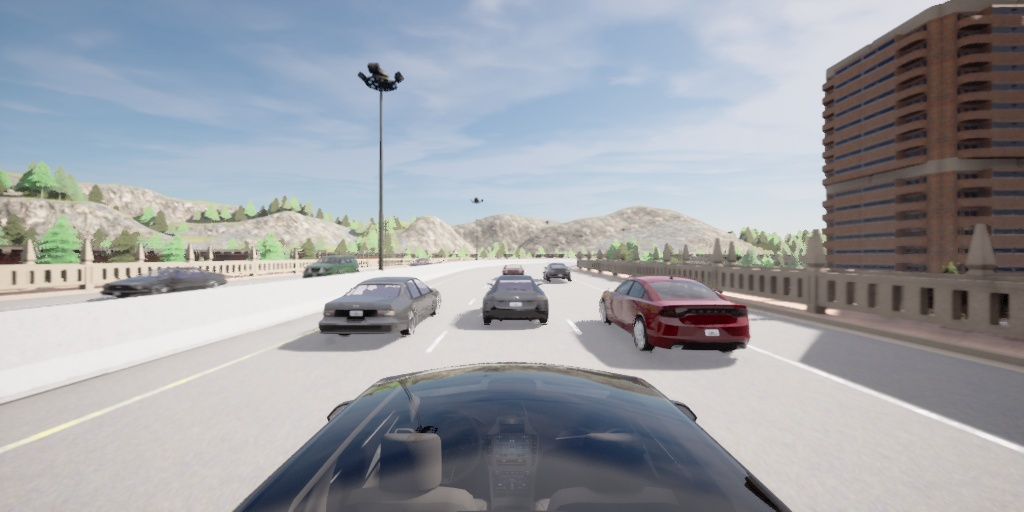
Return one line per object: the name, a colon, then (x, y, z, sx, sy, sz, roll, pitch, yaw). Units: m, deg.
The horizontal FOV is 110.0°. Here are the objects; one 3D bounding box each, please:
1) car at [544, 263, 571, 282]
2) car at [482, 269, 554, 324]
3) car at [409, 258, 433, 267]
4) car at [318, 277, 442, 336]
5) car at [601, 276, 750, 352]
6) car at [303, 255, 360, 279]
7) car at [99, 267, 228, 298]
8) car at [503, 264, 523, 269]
car: (3.608, 1.278, 29.054, 1.812, 1.442, 4.674, 0, 0, 0)
car: (0.104, 1.315, 11.979, 1.994, 1.385, 4.181, 0, 0, 0)
car: (-10.542, 1.246, 41.523, 2.128, 1.511, 4.902, 0, 0, 1)
car: (-3.397, 1.298, 10.331, 2.033, 1.411, 5.357, 0, 0, 0)
car: (3.602, 1.228, 8.927, 1.882, 1.535, 5.008, 0, 0, 0)
car: (-14.084, 0.974, 28.358, 2.150, 2.045, 5.566, 0, 0, 0)
car: (-17.591, 1.299, 18.632, 2.033, 1.411, 5.357, 0, 0, 0)
car: (0.108, 1.353, 31.864, 1.895, 1.301, 4.718, 0, 0, 0)
